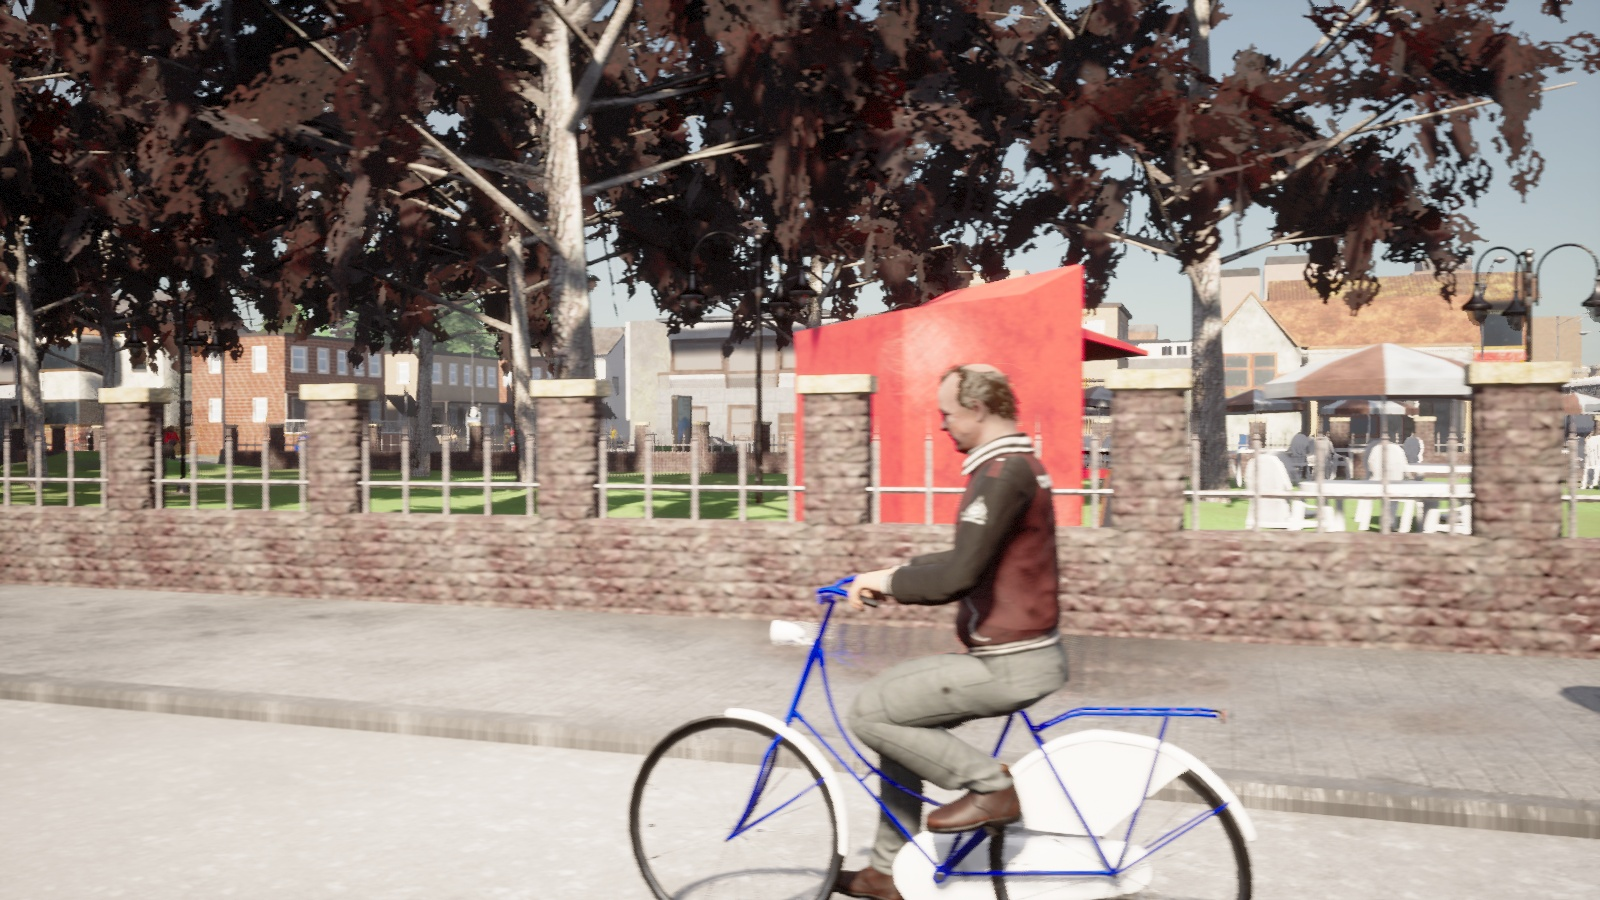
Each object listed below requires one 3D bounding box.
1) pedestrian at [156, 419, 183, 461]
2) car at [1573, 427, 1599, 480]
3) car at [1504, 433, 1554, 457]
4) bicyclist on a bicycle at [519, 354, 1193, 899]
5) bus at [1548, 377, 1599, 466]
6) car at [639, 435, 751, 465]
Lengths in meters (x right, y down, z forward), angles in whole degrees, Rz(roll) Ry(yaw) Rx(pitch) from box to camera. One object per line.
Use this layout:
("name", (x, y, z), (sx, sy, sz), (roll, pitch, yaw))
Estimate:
("pedestrian", (-27.788, -0.455, 55.355), (0.899, 1.844, 0.634), (1, 1, 19))
("car", (28.628, 0.123, 41.814), (4.553, 1.767, 2.097), (1, 1, 18))
("car", (48.197, -0.346, 83.159), (1.882, 1.535, 5.008), (1, 1, 19))
("bicyclist on a bicycle", (0.164, 0.639, 3.668), (1.843, 1.776, 0.659), (1, 1, 19))
("bus", (41.856, -1.423, 64.365), (3.944, 4.253, 10.273), (1, 1, 19))
("car", (-4.791, -0.009, 57.322), (4.718, 1.301, 1.895), (1, 1, 19))
